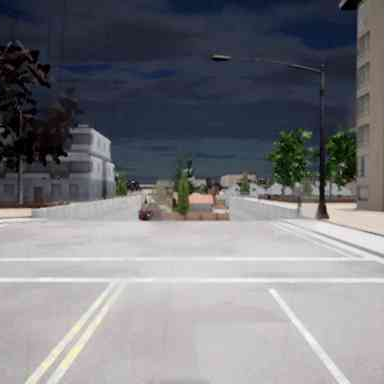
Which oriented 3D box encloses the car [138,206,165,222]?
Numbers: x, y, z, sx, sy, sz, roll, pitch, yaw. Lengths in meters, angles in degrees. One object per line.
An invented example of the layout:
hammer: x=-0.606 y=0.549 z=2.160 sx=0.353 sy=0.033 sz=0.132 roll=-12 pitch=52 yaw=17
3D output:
car: x=-3.528 y=1.993 z=29.635 sx=1.882 sy=1.535 sz=5.008 roll=0 pitch=-8 yaw=0
